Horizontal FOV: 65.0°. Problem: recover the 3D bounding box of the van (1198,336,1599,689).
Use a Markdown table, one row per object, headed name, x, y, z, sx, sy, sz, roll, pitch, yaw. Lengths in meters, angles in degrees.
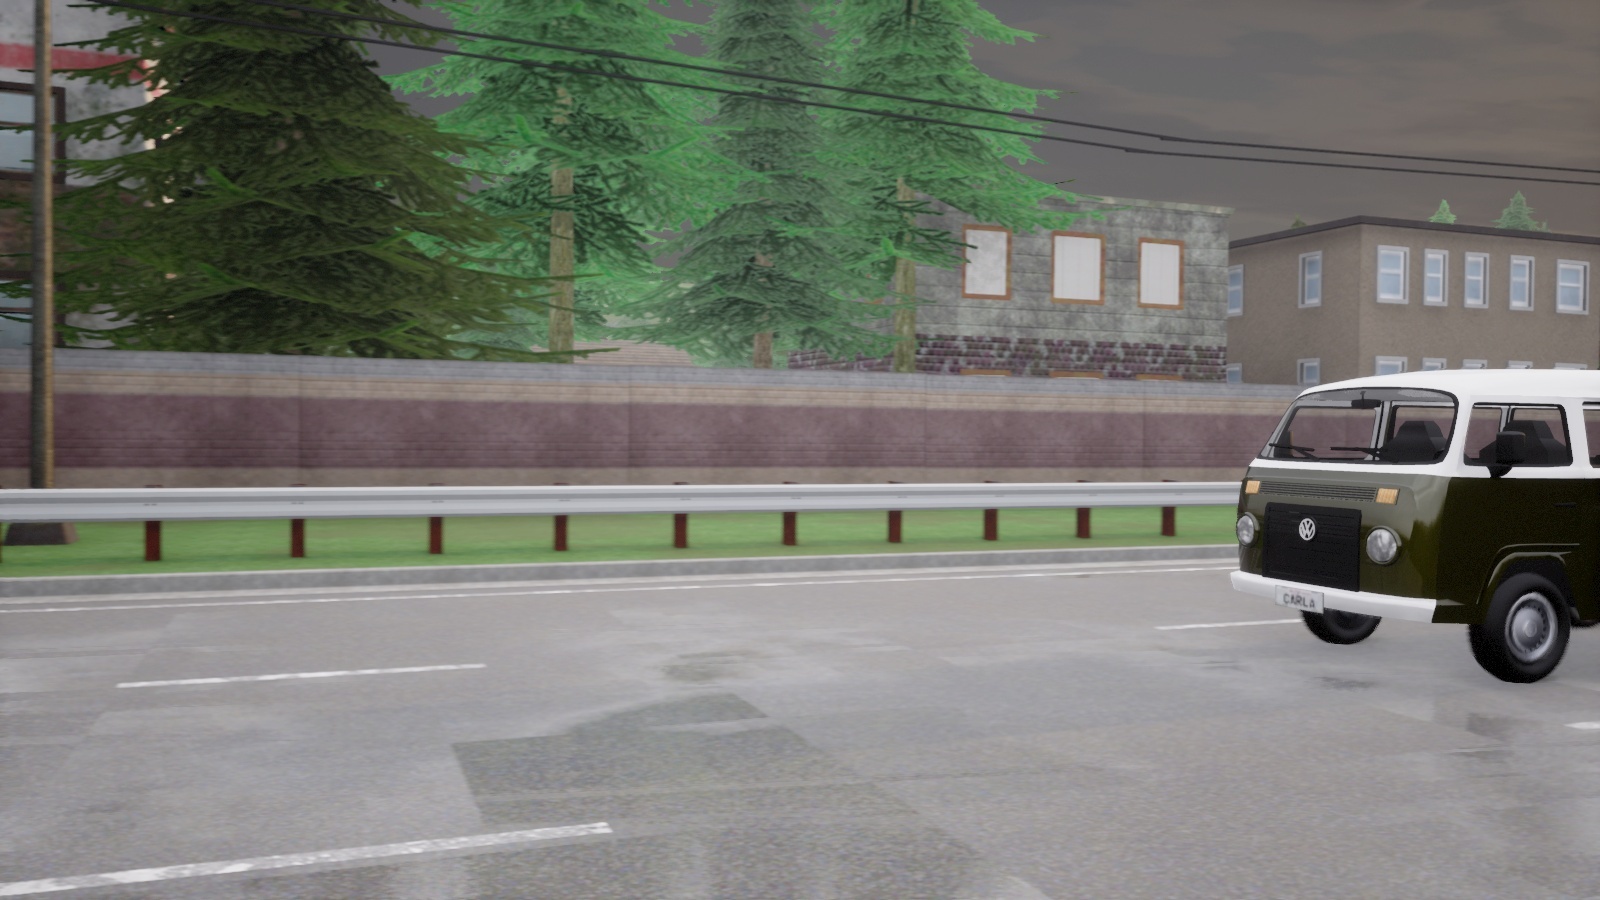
| name | x | y | z | sx | sy | sz | roll | pitch | yaw |
| --- | --- | --- | --- | --- | --- | --- | --- | --- | --- |
| van | 5.380 | 0.316 | 9.022 | 4.480 | 2.038 | 2.069 | -1 | 1 | -21 |
